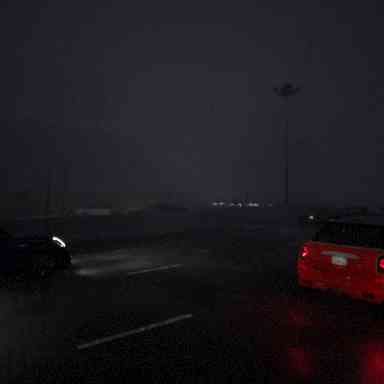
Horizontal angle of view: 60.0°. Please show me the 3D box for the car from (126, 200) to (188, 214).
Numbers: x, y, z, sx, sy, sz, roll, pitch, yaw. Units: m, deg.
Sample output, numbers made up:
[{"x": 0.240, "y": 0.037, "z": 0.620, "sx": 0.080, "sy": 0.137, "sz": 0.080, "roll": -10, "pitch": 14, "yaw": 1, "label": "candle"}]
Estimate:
[{"x": -2.433, "y": 1.527, "z": 25.665, "sx": 1.882, "sy": 1.535, "sz": 5.008, "roll": 0, "pitch": 0, "yaw": 43, "label": "car"}]

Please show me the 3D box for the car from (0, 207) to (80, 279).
[{"x": -5.614, "y": 1.386, "z": 8.642, "sx": 4.553, "sy": 1.767, "sz": 2.097, "roll": 0, "pitch": 0, "yaw": -36, "label": "car"}]

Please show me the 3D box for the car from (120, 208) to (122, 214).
[{"x": -3.577, "y": 1.537, "z": 29.595, "sx": 1.882, "sy": 1.535, "sz": 5.008, "roll": 0, "pitch": 0, "yaw": 40, "label": "car"}]

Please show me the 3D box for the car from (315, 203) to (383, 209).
[{"x": 8.229, "y": 1.493, "z": 16.396, "sx": 2.128, "sy": 1.511, "sz": 4.902, "roll": 0, "pitch": 0, "yaw": 43, "label": "car"}]

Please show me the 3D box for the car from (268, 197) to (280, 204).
[{"x": 15.670, "y": 1.598, "z": 63.821, "sx": 2.033, "sy": 1.411, "sz": 5.357, "roll": 0, "pitch": 0, "yaw": 8, "label": "car"}]

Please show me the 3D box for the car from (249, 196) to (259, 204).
[{"x": 12.501, "y": 1.587, "z": 67.264, "sx": 2.128, "sy": 1.511, "sz": 4.902, "roll": 0, "pitch": 0, "yaw": 7, "label": "car"}]

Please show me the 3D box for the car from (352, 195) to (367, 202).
[{"x": 39.173, "y": 1.526, "z": 77.756, "sx": 1.812, "sy": 1.442, "sz": 4.674, "roll": 0, "pitch": 0, "yaw": 5, "label": "car"}]

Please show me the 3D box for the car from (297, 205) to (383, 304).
[{"x": 4.474, "y": 1.351, "z": 7.824, "sx": 4.553, "sy": 1.767, "sz": 2.097, "roll": 0, "pitch": 0, "yaw": -40, "label": "car"}]

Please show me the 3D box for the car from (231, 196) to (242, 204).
[{"x": 8.904, "y": 1.602, "z": 66.567, "sx": 1.812, "sy": 1.442, "sz": 4.674, "roll": 0, "pitch": 0, "yaw": 7, "label": "car"}]

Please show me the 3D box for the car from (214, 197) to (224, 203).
[{"x": 5.688, "y": 1.645, "z": 69.629, "sx": 1.994, "sy": 1.385, "sz": 4.181, "roll": 0, "pitch": 0, "yaw": 6, "label": "car"}]

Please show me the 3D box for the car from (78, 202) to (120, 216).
[{"x": -8.597, "y": 1.675, "z": 29.223, "sx": 1.895, "sy": 1.301, "sz": 4.718, "roll": 0, "pitch": 0, "yaw": 44, "label": "car"}]

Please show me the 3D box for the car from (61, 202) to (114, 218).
[{"x": -10.164, "y": 1.685, "z": 32.625, "sx": 1.895, "sy": 1.301, "sz": 4.718, "roll": 0, "pitch": 0, "yaw": 43, "label": "car"}]

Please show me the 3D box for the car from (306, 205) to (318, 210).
[{"x": 8.740, "y": 1.573, "z": 22.332, "sx": 1.994, "sy": 1.385, "sz": 4.181, "roll": 0, "pitch": 0, "yaw": 39, "label": "car"}]
